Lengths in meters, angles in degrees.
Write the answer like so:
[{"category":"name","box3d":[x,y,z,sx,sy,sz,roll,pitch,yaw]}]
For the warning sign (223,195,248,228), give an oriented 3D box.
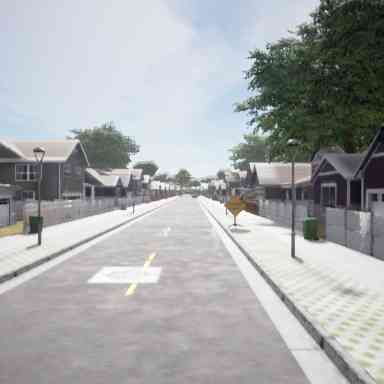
[{"category":"warning sign","box3d":[2.514,1.095,19.397,1.300,1.860,1.060,0,0,0]}]
